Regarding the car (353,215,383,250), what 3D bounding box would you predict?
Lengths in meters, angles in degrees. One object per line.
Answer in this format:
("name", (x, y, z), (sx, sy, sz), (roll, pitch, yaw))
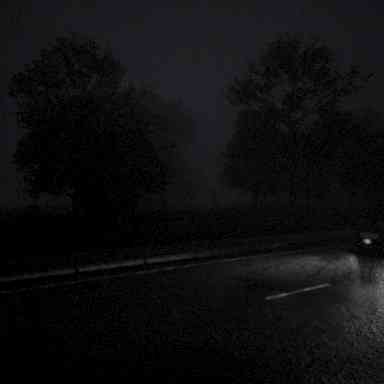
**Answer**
("car", (8.377, 1.482, 12.921), (4.902, 1.511, 2.128), (0, 0, -28))
